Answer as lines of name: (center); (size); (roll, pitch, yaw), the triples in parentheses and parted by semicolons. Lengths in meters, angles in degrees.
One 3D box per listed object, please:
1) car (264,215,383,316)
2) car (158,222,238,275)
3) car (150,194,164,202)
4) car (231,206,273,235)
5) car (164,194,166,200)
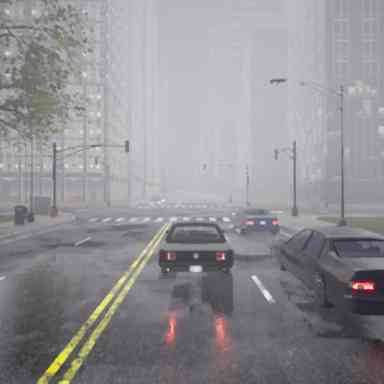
car: (3.341, 1.523, 7.741); (2.033, 1.411, 5.357); (0, 0, 0)
car: (0.099, 1.569, 10.275); (1.895, 1.301, 4.718); (0, 0, 0)
car: (-7.278, 1.355, 67.217); (1.895, 1.301, 4.718); (0, 0, -1)
car: (3.345, 1.491, 18.219); (2.033, 1.411, 5.357); (0, 0, 0)
car: (-7.545, 1.214, 82.701); (2.128, 1.511, 4.902); (0, 0, -1)
